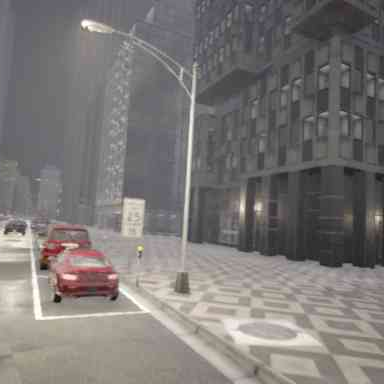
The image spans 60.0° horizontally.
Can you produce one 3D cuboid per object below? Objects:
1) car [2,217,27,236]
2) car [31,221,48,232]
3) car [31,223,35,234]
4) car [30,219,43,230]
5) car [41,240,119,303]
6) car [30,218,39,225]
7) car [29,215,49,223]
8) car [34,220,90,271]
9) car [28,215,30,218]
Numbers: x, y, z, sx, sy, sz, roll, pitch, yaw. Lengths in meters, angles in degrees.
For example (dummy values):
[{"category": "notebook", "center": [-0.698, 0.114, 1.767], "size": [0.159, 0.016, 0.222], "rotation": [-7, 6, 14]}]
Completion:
[{"category": "car", "center": [-18.660, 3.752, 35.228], "size": [1.837, 1.490, 4.892], "rotation": [6, -6, -26]}, {"category": "car", "center": [-20.827, 4.658, 45.358], "size": [1.947, 1.339, 4.313], "rotation": [6, -6, -26]}, {"category": "car", "center": [-10.843, 3.329, 25.177], "size": [1.947, 1.339, 4.313], "rotation": [6, -6, -26]}, {"category": "car", "center": [-15.834, 3.970, 35.270], "size": [1.887, 1.381, 4.507], "rotation": [6, -6, -26]}, {"category": "car", "center": [-3.358, 2.365, 10.038], "size": [1.802, 1.307, 4.206], "rotation": [6, -6, -26]}, {"category": "car", "center": [-35.806, 6.703, 75.625], "size": [1.802, 1.307, 4.206], "rotation": [6, -6, -26]}, {"category": "car", "center": [-18.316, 4.075, 40.338], "size": [2.192, 1.841, 5.009], "rotation": [6, -6, -26]}, {"category": "car", "center": [-5.837, 2.425, 15.111], "size": [2.192, 1.841, 5.009], "rotation": [6, -6, -26]}, {"category": "car", "center": [-23.307, 4.744, 50.428], "size": [2.192, 1.841, 5.009], "rotation": [6, -6, -26]}]
